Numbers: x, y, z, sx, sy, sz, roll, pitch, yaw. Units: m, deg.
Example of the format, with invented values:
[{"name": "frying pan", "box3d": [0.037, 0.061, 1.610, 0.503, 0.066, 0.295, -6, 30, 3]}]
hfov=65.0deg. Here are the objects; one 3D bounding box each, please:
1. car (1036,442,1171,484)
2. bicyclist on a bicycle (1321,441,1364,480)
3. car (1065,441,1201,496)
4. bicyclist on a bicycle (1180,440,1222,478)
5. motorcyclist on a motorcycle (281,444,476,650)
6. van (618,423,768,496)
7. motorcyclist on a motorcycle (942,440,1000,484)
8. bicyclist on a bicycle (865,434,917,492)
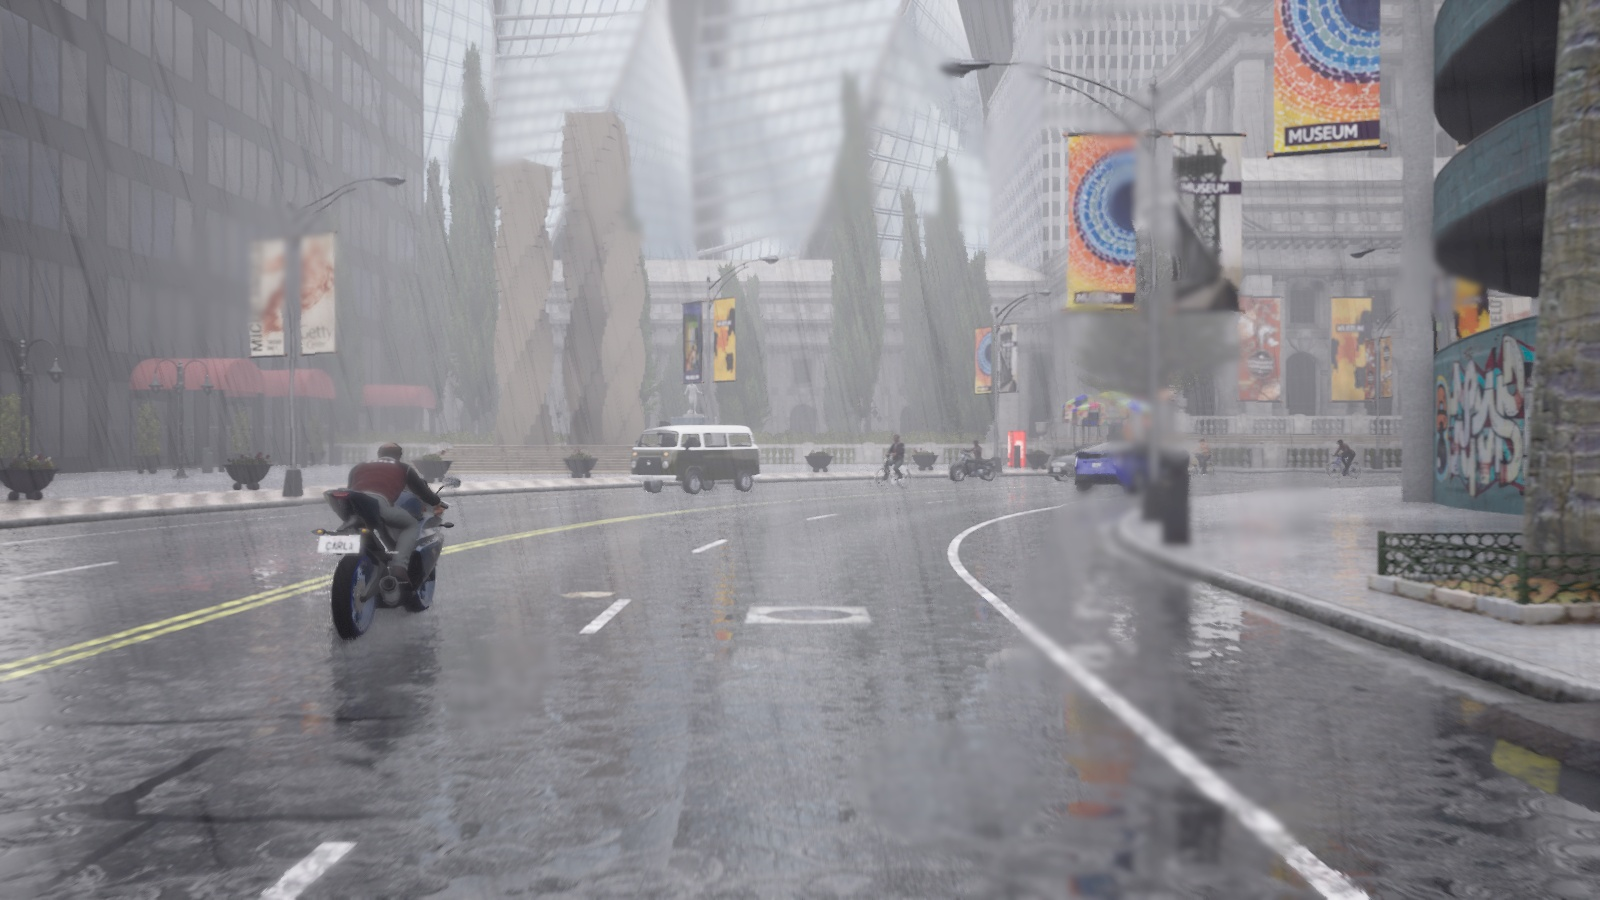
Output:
[{"name": "car", "box3d": [11.455, 0.445, 47.317, 4.902, 1.511, 2.128, 0, 0, -32]}, {"name": "bicyclist on a bicycle", "box3d": [22.699, 0.422, 52.526, 1.656, 1.620, 0.582, 0, 1, -16]}, {"name": "car", "box3d": [9.851, 0.493, 36.922, 2.007, 1.525, 4.514, 0, 0, 42]}, {"name": "bicyclist on a bicycle", "box3d": [17.361, 0.390, 54.386, 1.509, 1.612, 0.866, 0, 1, -22]}, {"name": "motorcyclist on a motorcycle", "box3d": [-3.416, 0.720, 10.439, 0.866, 1.530, 2.191, 0, 0, 1]}, {"name": "van", "box3d": [-3.113, 0.256, 37.455, 2.069, 2.038, 4.480, 0, 0, 34]}, {"name": "motorcyclist on a motorcycle", "box3d": [6.544, 0.431, 48.078, 2.350, 1.649, 0.766, 0, 1, -37]}, {"name": "bicyclist on a bicycle", "box3d": [2.879, 0.396, 39.613, 0.659, 1.776, 1.843, 1, 0, 41]}]
